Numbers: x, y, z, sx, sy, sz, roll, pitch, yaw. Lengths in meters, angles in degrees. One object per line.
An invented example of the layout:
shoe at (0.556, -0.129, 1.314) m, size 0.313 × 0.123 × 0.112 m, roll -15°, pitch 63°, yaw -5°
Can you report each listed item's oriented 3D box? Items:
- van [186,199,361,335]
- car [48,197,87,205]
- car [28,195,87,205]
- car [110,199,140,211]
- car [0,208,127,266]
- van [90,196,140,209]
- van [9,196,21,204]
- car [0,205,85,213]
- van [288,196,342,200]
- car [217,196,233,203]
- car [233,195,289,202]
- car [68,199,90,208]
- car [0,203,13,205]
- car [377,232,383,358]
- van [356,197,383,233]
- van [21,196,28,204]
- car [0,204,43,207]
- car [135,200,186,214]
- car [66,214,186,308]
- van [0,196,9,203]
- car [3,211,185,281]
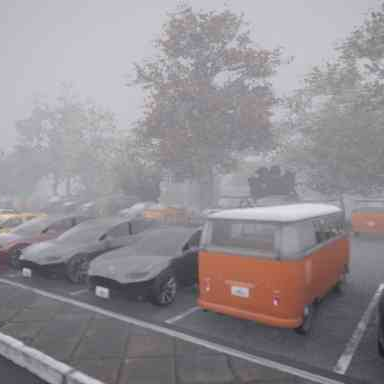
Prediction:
van at (1.999, 1.265, 6.874) m, size 1.878 × 1.987 × 4.442 m, roll 0°, pitch 0°, yaw 36°
car at (-10.620, 1.574, 31.907) m, size 2.097 × 1.535 × 5.008 m, roll 0°, pitch 0°, yaw 36°
car at (-12.984, 1.333, 33.579) m, size 2.435 × 2.045 × 5.566 m, roll 0°, pitch 0°, yaw 36°
car at (-3.969, 1.586, 27.135) m, size 2.002 × 1.452 × 4.674 m, roll 0°, pitch 0°, yaw 36°
car at (-4.848, 1.550, 11.618) m, size 2.163 × 1.488 × 4.792 m, roll 0°, pitch 0°, yaw 36°
van at (-6.152, 1.329, 28.845) m, size 1.878 × 1.987 × 4.442 m, roll 0°, pitch 0°, yaw 36°
van at (-17.297, 1.377, 36.858) m, size 1.878 × 1.987 × 4.442 m, roll 0°, pitch 0°, yaw 36°
car at (-7.193, 1.527, 13.111) m, size 1.946 × 1.575 × 5.366 m, roll 0°, pitch 0°, yaw 36°
van at (7.308, 1.272, 18.879) m, size 1.878 × 1.987 × 4.442 m, roll 0°, pitch 0°, yaw 36°
car at (2.862, 1.265, 22.185) m, size 2.435 × 2.045 × 5.566 m, roll 0°, pitch 0°, yaw 36°
car at (5.111, 1.256, 20.568) m, size 2.435 × 2.045 × 5.566 m, roll 0°, pitch 0°, yaw 36°
car at (-8.368, 1.604, 30.292) m, size 2.002 × 1.452 × 4.674 m, roll 0°, pitch 0°, yaw 36°
car at (-11.596, 1.550, 16.498) m, size 2.231 × 1.521 × 4.892 m, roll 0°, pitch 0°, yaw 36°
car at (4.203, 1.511, 5.182) m, size 2.163 × 1.488 × 4.792 m, roll 0°, pitch 0°, yaw 36°
van at (9.693, 1.262, 17.451) m, size 1.878 × 1.987 × 4.442 m, roll 0°, pitch 0°, yaw 36°
van at (-15.149, 1.368, 35.314) m, size 1.878 × 1.987 × 4.442 m, roll 0°, pitch 0°, yaw 36°
car at (-9.335, 1.540, 14.888) m, size 2.231 × 1.521 × 4.892 m, roll 0°, pitch 0°, yaw 36°
car at (-1.623, 1.536, 25.438) m, size 2.097 × 1.535 × 5.008 m, roll 0°, pitch 0°, yaw 36°
car at (-0.340, 1.530, 8.376) m, size 2.163 × 1.488 × 4.792 m, roll 0°, pitch 0°, yaw 36°
van at (-19.790, 1.387, 38.363) m, size 1.878 × 1.987 × 4.442 m, roll -1°, pitch 0°, yaw 36°
car at (-2.594, 1.540, 9.997) m, size 2.163 × 1.488 × 4.792 m, roll 0°, pitch 0°, yaw 36°
